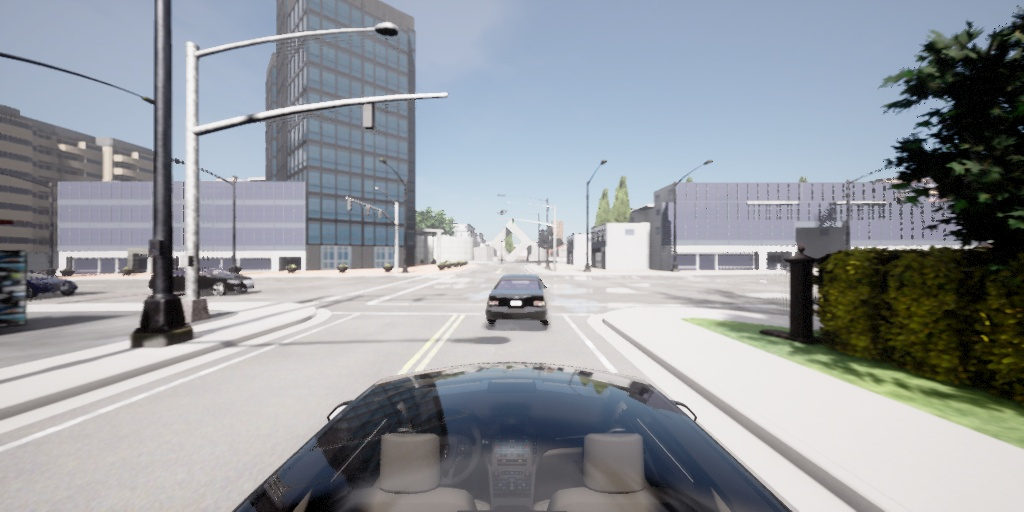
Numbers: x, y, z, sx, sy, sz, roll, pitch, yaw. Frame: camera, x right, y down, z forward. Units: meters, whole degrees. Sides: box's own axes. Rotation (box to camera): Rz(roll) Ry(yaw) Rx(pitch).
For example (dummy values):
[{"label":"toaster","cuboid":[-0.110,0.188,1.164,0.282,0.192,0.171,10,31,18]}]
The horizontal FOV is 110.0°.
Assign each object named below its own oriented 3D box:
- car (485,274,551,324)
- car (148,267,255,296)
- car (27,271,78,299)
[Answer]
[{"label":"car","cuboid":[0.309,1.302,11.996,2.033,1.411,5.357,0,0,5]},{"label":"car","cuboid":[-16.681,1.352,19.428,4.902,1.511,2.128,-1,0,0]},{"label":"car","cuboid":[-26.492,1.505,19.349,4.674,1.442,1.812,-1,0,0]}]
